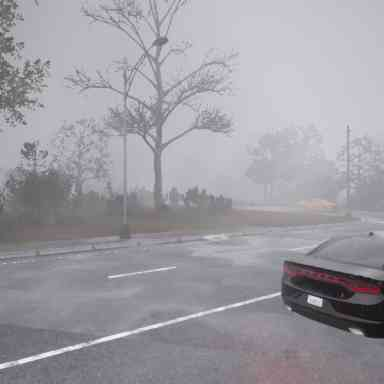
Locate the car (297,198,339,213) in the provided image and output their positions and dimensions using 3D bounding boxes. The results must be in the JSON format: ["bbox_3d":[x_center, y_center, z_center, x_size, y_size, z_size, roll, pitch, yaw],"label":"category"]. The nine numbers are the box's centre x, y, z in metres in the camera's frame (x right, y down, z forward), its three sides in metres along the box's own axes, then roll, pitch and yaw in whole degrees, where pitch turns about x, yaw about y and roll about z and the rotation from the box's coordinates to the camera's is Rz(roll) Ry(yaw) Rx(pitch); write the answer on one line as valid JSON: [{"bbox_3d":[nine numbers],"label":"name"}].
[{"bbox_3d":[14.421,1.482,38.152,1.882,1.535,5.008,0,0,-29],"label":"car"}]

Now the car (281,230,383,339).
[{"bbox_3d":[3.873,1.478,6.391,5.008,1.535,1.882,0,0,-35],"label":"car"}]

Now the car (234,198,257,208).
[{"bbox_3d":[7.974,1.624,50.439,1.994,1.385,4.181,0,0,-26],"label":"car"}]
